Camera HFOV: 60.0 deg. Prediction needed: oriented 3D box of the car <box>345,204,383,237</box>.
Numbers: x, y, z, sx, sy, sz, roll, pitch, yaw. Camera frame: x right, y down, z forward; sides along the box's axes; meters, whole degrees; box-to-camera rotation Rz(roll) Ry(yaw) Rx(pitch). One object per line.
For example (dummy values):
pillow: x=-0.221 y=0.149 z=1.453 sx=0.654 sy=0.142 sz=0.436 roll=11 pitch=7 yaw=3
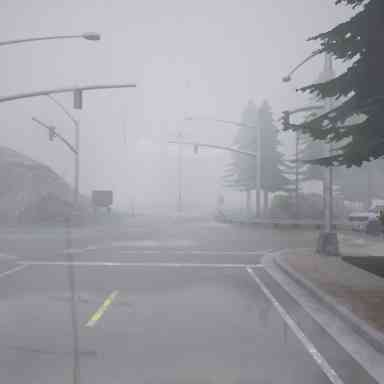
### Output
car: x=12.834 y=1.721 z=21.254 sx=5.566 sy=2.045 sz=2.150 roll=1 pitch=-1 yaw=0
